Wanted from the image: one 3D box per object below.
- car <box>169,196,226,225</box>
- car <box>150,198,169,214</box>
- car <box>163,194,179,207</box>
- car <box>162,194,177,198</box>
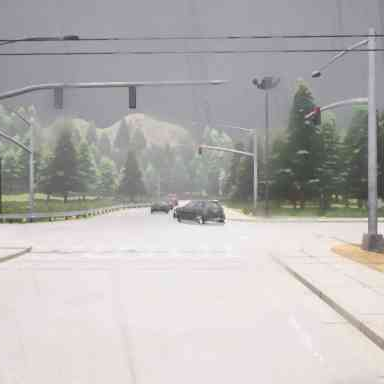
[{"bbox_3d":[0.483,1.430,25.365,2.097,1.767,4.553,0,0,-34],"label":"car"},{"bbox_3d":[-3.551,1.717,37.606,1.895,1.301,4.718,0,0,0],"label":"car"},{"bbox_3d":[-3.444,1.381,55.416,2.150,2.045,5.566,0,0,1],"label":"car"},{"bbox_3d":[-3.528,1.486,44.729,2.097,1.767,4.553,0,0,0],"label":"car"}]
